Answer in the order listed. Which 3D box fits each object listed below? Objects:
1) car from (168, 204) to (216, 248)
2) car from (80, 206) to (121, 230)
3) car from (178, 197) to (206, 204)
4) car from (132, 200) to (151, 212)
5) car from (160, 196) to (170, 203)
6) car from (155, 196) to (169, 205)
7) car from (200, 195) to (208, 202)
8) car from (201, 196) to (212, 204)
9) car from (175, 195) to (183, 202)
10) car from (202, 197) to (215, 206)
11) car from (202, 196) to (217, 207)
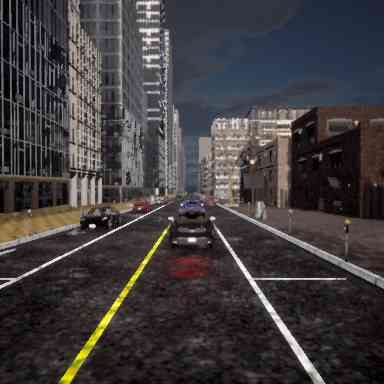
[{"bbox_3d":[0.000,1.513,14.652,1.837,1.490,4.892,0,0,0],"label":"car"},{"bbox_3d":[-5.701,1.560,21.167,1.947,1.339,4.313,-1,0,0],"label":"car"},{"bbox_3d":[0.000,1.478,29.654,1.882,1.535,5.008,0,0,0],"label":"car"},{"bbox_3d":[-5.701,1.536,38.099,1.887,1.381,4.507,-1,0,0],"label":"car"},{"bbox_3d":[-5.831,1.532,71.964,1.887,1.381,4.507,-1,0,0],"label":"car"},{"bbox_3d":[-5.805,1.539,60.674,2.008,1.369,4.403,-1,0,0],"label":"car"},{"bbox_3d":[2.808,1.512,77.720,1.752,1.417,4.829,-1,0,0],"label":"car"},{"bbox_3d":[2.808,1.538,66.262,2.008,1.369,4.403,-1,0,0],"label":"car"},{"bbox_3d":[-2.999,1.420,76.735,1.882,1.535,5.008,0,0,0],"label":"car"},{"bbox_3d":[2.747,1.533,54.973,1.887,1.381,4.507,-1,0,0],"label":"car"},{"bbox_3d":[2.713,1.571,49.329,1.802,1.307,4.206,-1,0,0],"label":"car"}]
